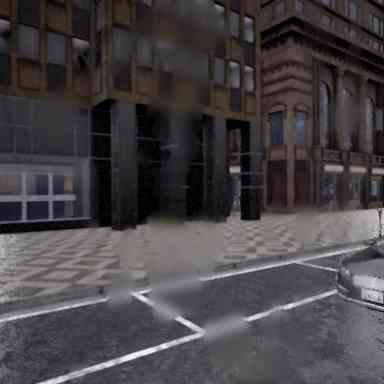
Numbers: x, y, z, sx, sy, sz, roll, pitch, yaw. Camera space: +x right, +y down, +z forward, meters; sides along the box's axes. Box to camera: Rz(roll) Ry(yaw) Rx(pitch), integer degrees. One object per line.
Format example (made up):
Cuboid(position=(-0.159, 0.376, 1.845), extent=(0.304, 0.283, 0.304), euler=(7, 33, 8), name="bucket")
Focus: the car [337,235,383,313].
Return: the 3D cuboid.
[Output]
Cuboid(position=(4.982, 1.444, 6.940), extent=(4.902, 1.511, 2.128), euler=(0, 0, -36), name="car")
